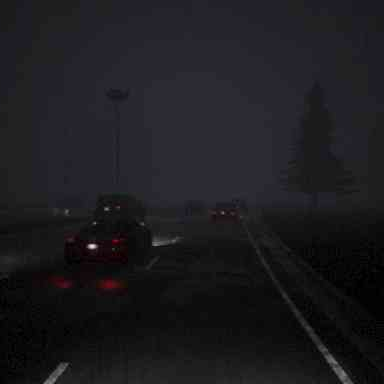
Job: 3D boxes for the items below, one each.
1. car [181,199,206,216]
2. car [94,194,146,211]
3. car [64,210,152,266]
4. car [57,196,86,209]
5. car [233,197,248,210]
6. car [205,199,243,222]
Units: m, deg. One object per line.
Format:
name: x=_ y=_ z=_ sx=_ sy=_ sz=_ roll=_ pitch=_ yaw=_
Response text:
car: x=0.292 y=1.408 z=31.889 sx=1.882 sy=1.535 sz=5.008 roll=0 pitch=0 yaw=11
car: x=-4.900 y=1.160 z=23.347 sx=2.150 sy=2.045 sz=5.566 roll=0 pitch=0 yaw=9
car: x=-2.687 y=1.533 z=11.546 sx=1.994 sy=1.385 sz=4.181 roll=0 pitch=0 yaw=5
car: x=-16.060 y=1.369 z=44.545 sx=1.837 sy=1.490 sz=4.892 roll=0 pitch=0 yaw=12
car: x=5.791 y=1.427 z=40.991 sx=1.837 sy=1.490 sz=4.892 roll=0 pitch=0 yaw=12
car: x=2.595 y=1.497 z=25.527 sx=2.033 sy=1.411 sz=5.357 roll=0 pitch=0 yaw=10
